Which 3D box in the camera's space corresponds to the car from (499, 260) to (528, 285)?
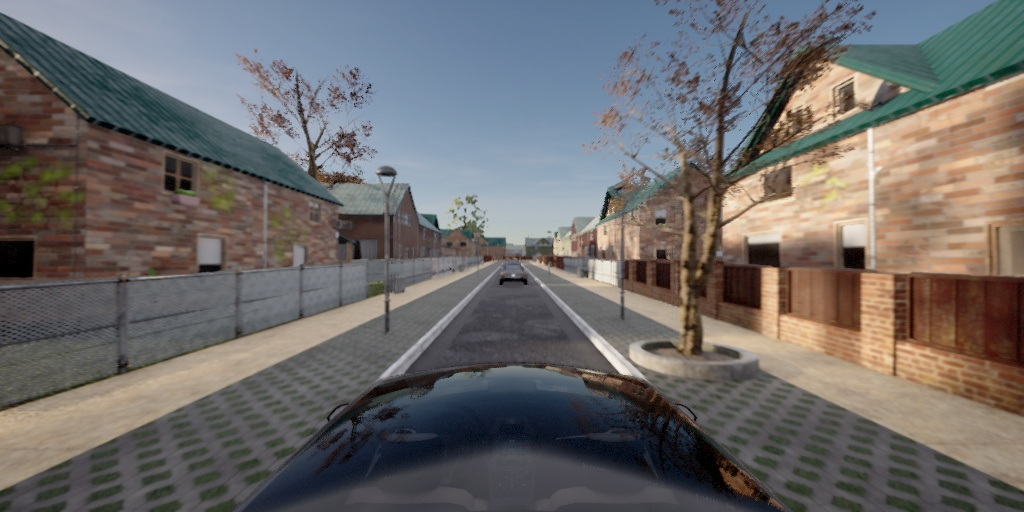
[{"bbox_3d":[0.104,1.221,25.428,1.994,1.385,4.181,0,0,0],"label":"car"}]
